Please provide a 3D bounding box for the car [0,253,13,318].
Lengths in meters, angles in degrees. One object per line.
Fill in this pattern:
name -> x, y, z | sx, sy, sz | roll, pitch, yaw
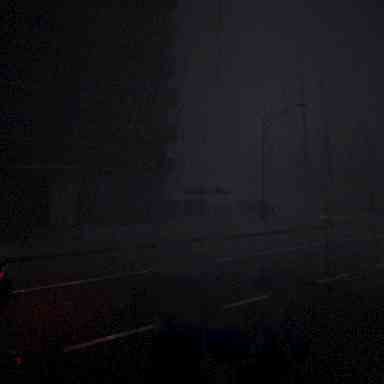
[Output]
car -> -5.278, 1.478, 4.501 | 5.008, 1.535, 1.882 | 0, 0, -36

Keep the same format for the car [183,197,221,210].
car -> 1.008, 1.492, 42.218 | 2.033, 1.411, 5.357 | 0, 0, -37

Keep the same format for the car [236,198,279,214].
car -> 6.707, 1.436, 34.307 | 2.128, 1.511, 4.902 | 0, 0, -38

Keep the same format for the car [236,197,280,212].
car -> 7.650, 1.436, 38.947 | 2.128, 1.511, 4.902 | 0, 0, -37

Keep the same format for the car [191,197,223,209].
car -> 2.013, 1.470, 46.274 | 1.812, 1.442, 4.674 | 0, 0, -41
